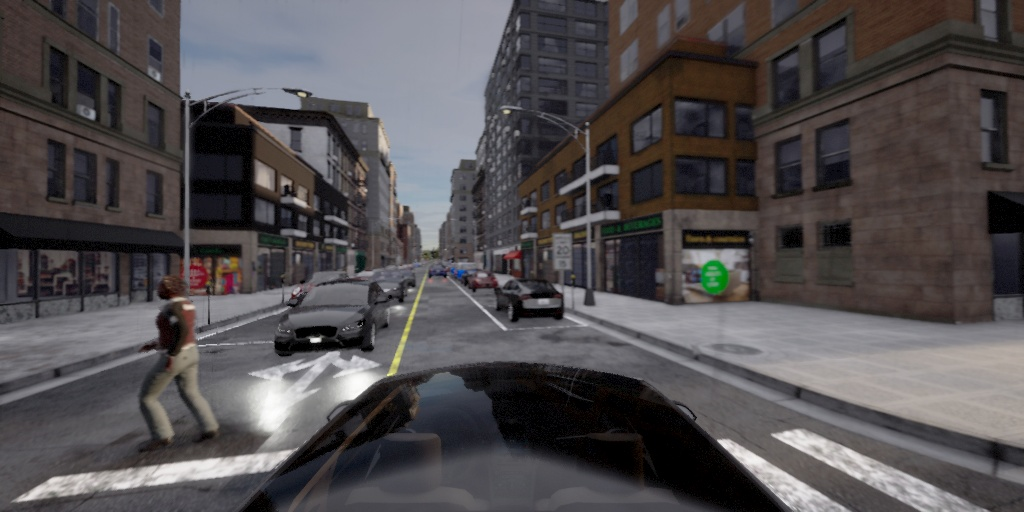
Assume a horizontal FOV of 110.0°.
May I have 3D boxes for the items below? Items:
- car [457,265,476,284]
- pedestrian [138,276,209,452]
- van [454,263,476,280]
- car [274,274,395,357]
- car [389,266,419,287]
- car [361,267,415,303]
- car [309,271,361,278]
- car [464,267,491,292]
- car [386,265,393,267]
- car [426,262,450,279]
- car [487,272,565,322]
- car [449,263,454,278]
[{"bbox_3d":[-3.137,1.697,29.033,1.948,1.339,4.313,0,0,-13],"label":"car"},{"bbox_3d":[-3.599,1.102,3.831,0.375,1.860,0.375,0,-1,-13],"label":"pedestrian"},{"bbox_3d":[-4.354,1.555,34.407,1.690,1.789,3.998,0,0,-13],"label":"van"},{"bbox_3d":[-4.277,1.388,9.202,1.837,1.490,4.892,0,-1,-13],"label":"car"},{"bbox_3d":[-8.582,1.732,28.228,1.994,1.385,4.181,0,-1,-13],"label":"car"},{"bbox_3d":[-6.373,1.512,18.455,2.128,1.511,4.902,0,-1,-13],"label":"car"},{"bbox_3d":[-8.530,1.454,16.512,1.967,1.591,4.097,0,0,-13],"label":"car"},{"bbox_3d":[-1.920,1.631,23.659,1.802,1.307,4.207,0,0,-13],"label":"car"},{"bbox_3d":[-12.180,1.810,32.634,2.007,1.370,4.403,0,0,-13],"label":"car"},{"bbox_3d":[-8.909,1.725,43.012,2.097,1.767,4.553,0,-1,-13],"label":"car"},{"bbox_3d":[0.514,1.455,12.910,1.948,1.339,4.313,0,0,-13],"label":"car"},{"bbox_3d":[-5.571,1.849,39.781,2.007,1.370,4.403,0,0,-13],"label":"car"}]
